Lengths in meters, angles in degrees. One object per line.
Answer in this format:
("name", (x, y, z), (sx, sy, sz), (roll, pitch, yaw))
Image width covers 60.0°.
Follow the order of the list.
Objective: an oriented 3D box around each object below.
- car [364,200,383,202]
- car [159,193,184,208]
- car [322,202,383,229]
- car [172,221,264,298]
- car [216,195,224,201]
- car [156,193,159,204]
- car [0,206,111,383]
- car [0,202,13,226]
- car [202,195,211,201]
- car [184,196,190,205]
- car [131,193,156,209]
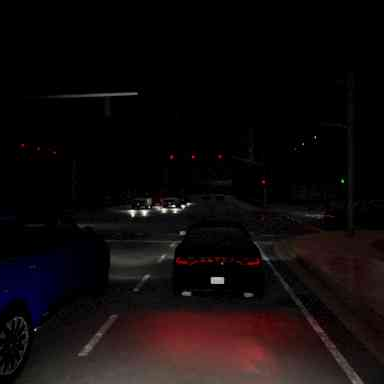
("car", (16.746, 1.478, 30.951), (5.008, 1.535, 1.882), (0, 0, 5))
("car", (-2.894, 1.221, 48.923), (2.150, 2.045, 5.566), (0, 0, 5))
("car", (11.024, 1.547, 20.671), (5.357, 1.411, 2.033), (0, 0, 5))
("car", (0.646, 1.478, 8.590), (1.882, 1.535, 5.008), (0, 0, 4))
("car", (7.156, 1.552, 84.781), (1.994, 1.385, 4.181), (0, 0, 5))
("car", (-5.848, 1.221, 55.623), (2.150, 2.045, 5.566), (0, 0, 5))
("car", (-3.075, 1.221, 5.481), (2.150, 2.045, 5.566), (0, 0, 3))
("car", (-15.276, 1.491, 22.800), (4.902, 1.511, 2.128), (0, 0, 5))
("car", (3.639, 1.524, 84.720), (1.812, 1.442, 4.674), (0, 0, 5))
("car", (-2.084, 1.352, 58.580), (2.097, 1.767, 4.553), (0, 0, 5))
("car", (-6.724, 1.221, 45.313), (2.150, 2.045, 5.566), (0, 0, 3))
